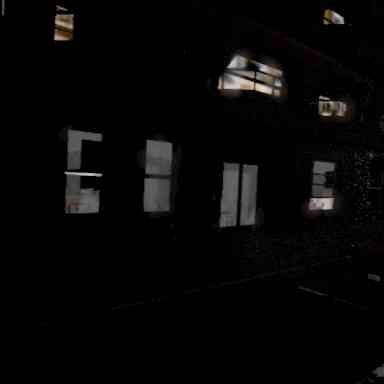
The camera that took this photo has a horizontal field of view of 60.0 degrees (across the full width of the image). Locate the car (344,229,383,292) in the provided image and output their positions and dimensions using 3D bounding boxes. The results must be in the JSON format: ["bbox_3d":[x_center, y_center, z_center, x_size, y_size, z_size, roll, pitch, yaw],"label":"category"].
[{"bbox_3d":[5.256,1.385,7.642,4.507,1.381,1.887,0,4,-37],"label":"car"}]
